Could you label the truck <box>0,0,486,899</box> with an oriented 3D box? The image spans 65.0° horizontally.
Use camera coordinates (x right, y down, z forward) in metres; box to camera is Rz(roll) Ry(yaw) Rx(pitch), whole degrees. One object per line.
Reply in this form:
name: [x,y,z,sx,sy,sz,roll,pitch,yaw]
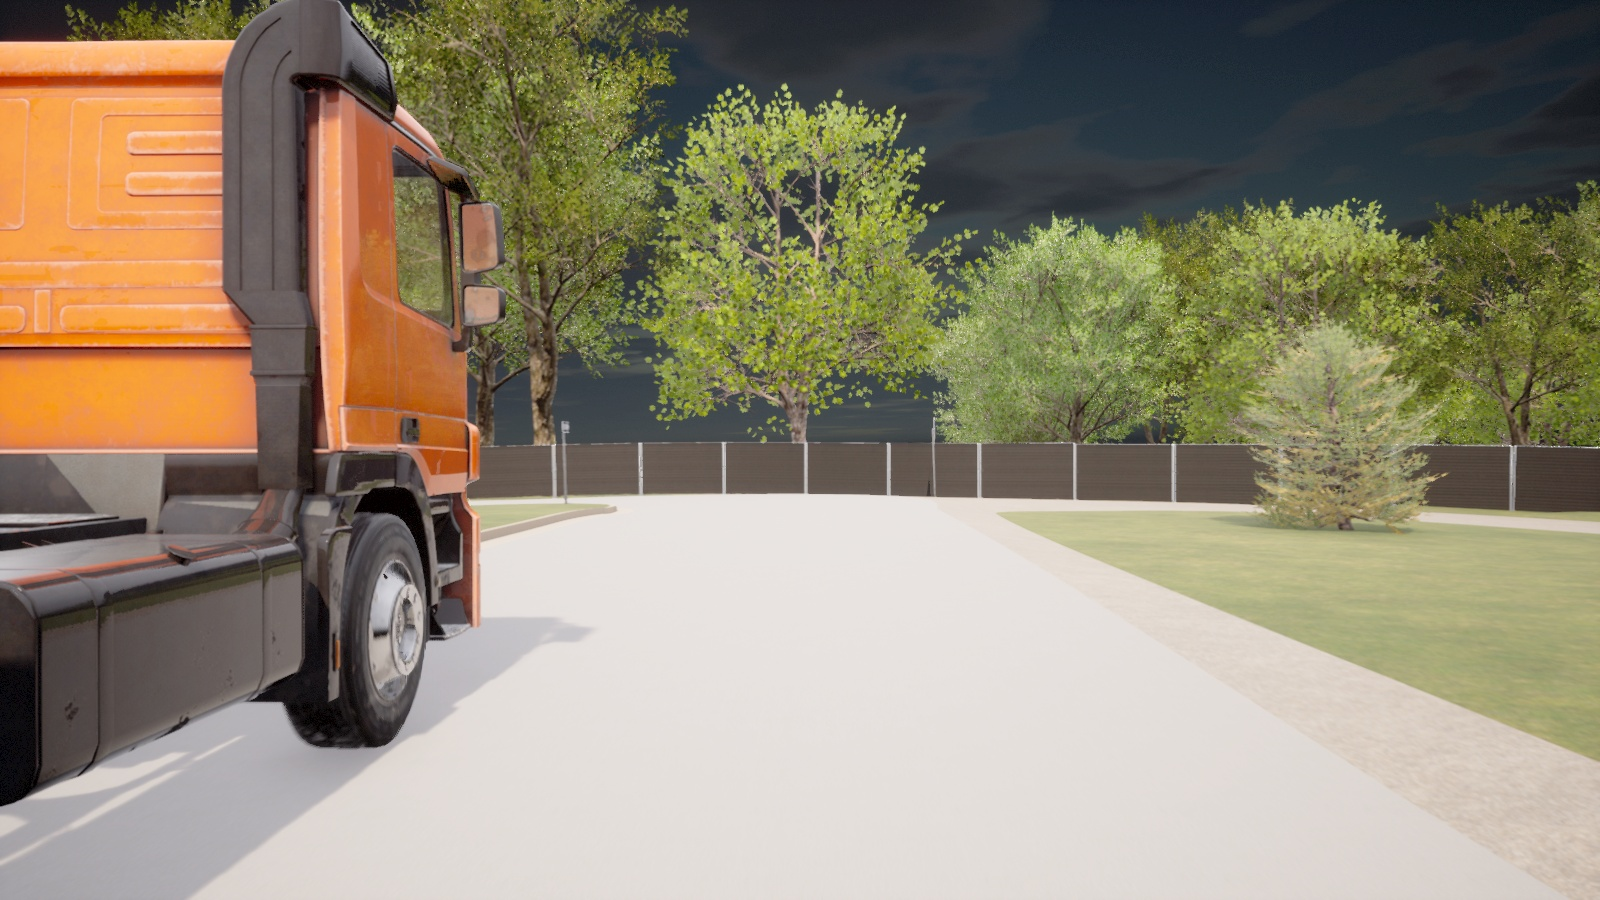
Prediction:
truck: [-3.469,-0.255,3.889,2.891,3.462,7.936,0,0,1]
